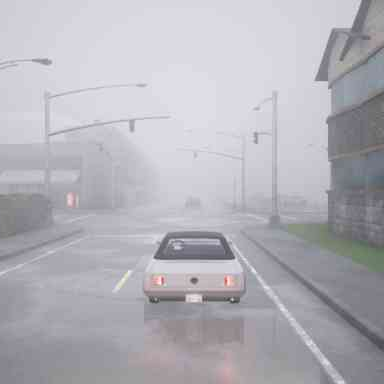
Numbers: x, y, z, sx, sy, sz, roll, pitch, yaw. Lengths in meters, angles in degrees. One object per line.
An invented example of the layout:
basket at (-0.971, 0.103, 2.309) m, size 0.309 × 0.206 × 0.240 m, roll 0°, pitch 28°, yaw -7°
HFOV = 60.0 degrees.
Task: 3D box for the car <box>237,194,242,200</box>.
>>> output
car at (13.920, 1.389, 88.803) m, size 3.633 × 1.501 × 1.845 m, roll 0°, pitch 0°, yaw 0°

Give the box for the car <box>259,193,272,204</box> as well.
car at (14.186, 1.169, 54.519) m, size 5.027 × 1.636 × 2.152 m, roll 0°, pitch 0°, yaw 0°

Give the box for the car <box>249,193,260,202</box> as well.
car at (14.189, 1.092, 67.314) m, size 3.866 × 1.878 × 1.905 m, roll 0°, pitch 0°, yaw 0°

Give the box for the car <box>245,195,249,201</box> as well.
car at (13.777, 1.113, 70.219) m, size 4.605 × 1.855 × 1.932 m, roll 0°, pitch 0°, yaw 0°

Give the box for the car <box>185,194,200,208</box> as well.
car at (0.113, 1.352, 48.829) m, size 2.097 × 1.767 × 4.553 m, roll 0°, pitch 0°, yaw 0°

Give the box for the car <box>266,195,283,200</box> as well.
car at (21.339, 1.400, 85.821) m, size 3.806 × 1.475 × 1.970 m, roll 0°, pitch 0°, yaw 0°

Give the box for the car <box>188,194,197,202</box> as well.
car at (0.030, 1.355, 80.417) m, size 2.097 × 1.767 × 4.553 m, roll 0°, pitch 0°, yaw 0°

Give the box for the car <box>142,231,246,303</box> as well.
car at (0.061, 1.601, 8.134) m, size 1.895 × 1.301 × 4.718 m, roll 0°, pitch 0°, yaw 1°

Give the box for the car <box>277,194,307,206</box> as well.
car at (14.507, 1.248, 48.102) m, size 3.806 × 1.475 × 1.970 m, roll 0°, pitch 0°, yaw 0°
